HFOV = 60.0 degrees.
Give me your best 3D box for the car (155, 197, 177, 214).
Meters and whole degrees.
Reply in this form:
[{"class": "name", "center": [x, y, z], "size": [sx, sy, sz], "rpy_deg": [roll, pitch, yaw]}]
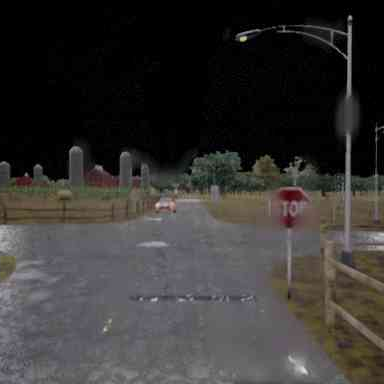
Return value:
[{"class": "car", "center": [-2.775, 1.332, 36.106], "size": [2.097, 1.767, 4.553], "rpy_deg": [0, -1, 0]}]
